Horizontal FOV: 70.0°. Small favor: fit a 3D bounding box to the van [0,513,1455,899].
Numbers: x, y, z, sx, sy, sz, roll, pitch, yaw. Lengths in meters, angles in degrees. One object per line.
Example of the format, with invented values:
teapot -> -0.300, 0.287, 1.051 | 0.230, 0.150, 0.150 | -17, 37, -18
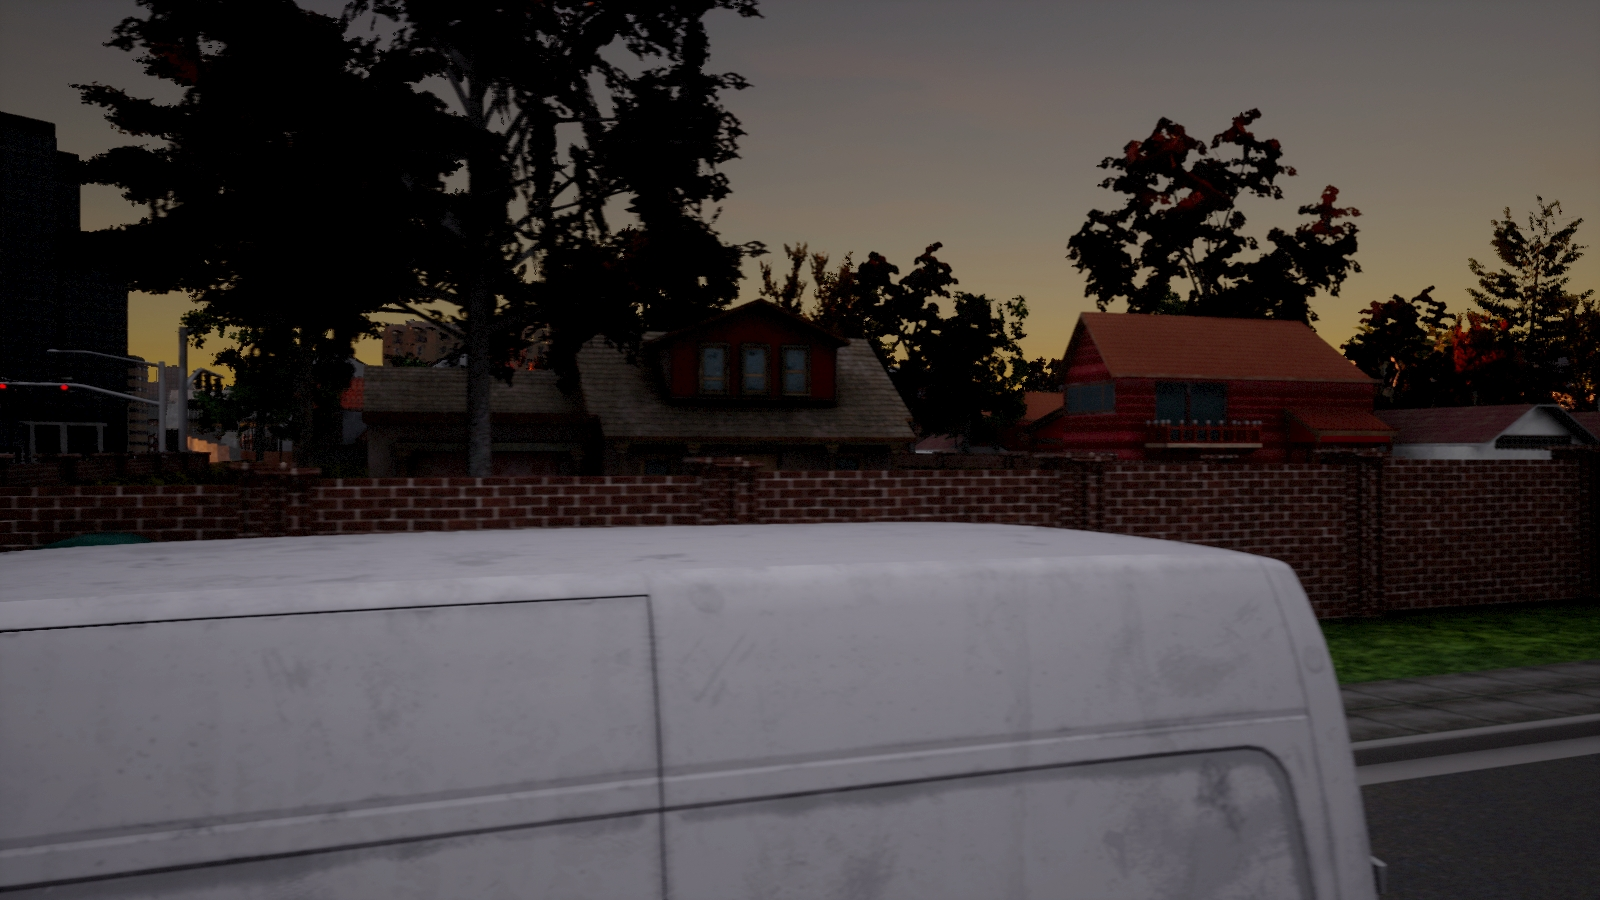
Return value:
van -> -1.503, 1.535, 2.746 | 5.915, 2.561, 1.988 | 0, 0, -20
